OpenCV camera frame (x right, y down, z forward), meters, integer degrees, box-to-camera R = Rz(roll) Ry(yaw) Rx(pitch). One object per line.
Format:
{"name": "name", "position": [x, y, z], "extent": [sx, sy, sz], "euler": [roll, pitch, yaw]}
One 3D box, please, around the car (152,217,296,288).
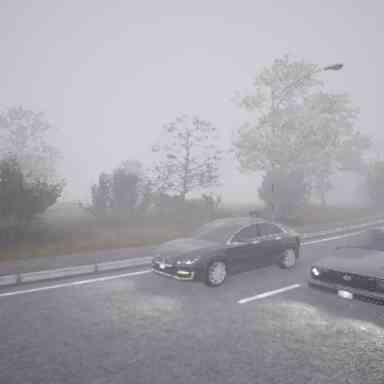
{"name": "car", "position": [1.181, 1.527, 9.472], "extent": [4.892, 1.490, 1.837], "euler": [0, 0, -39]}

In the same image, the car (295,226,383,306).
{"name": "car", "position": [4.981, 1.563, 8.004], "extent": [5.357, 1.411, 2.033], "euler": [0, 0, -39]}
